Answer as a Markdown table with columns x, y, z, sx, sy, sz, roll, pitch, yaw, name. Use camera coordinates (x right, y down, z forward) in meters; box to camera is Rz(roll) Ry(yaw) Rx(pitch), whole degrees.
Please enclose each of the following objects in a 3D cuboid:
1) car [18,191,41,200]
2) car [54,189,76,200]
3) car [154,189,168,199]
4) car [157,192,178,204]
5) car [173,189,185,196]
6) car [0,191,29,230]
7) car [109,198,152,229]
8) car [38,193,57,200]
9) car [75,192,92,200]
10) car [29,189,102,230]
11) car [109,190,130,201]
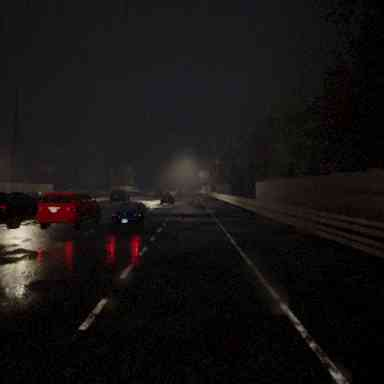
| x | y | z | sx | sy | sz | roll | pitch | yaw | name |
| --- | --- | --- | --- | --- | --- | --- | --- | --- | --- |
| -31.533 | 0.621 | 64.643 | 2.097 | 1.767 | 4.553 | 0 | 1 | 0 | car |
| -24.532 | 0.502 | 64.586 | 2.150 | 2.045 | 5.566 | 0 | 1 | 0 | car |
| -7.037 | 0.455 | 72.746 | 2.150 | 2.045 | 5.566 | 0 | 1 | 0 | car |
| -3.524 | 1.048 | 48.801 | 1.994 | 1.385 | 4.181 | 0 | 1 | 0 | car |
| -3.548 | 0.528 | 92.756 | 1.837 | 1.490 | 4.892 | 0 | 1 | 0 | car |
| -10.508 | 1.002 | 19.403 | 2.150 | 2.045 | 5.566 | 0 | 1 | 0 | car |
| -3.510 | 1.314 | 19.648 | 1.812 | 1.442 | 4.674 | 0 | 1 | 0 | car |
| -28.033 | 0.824 | 64.617 | 1.994 | 1.385 | 4.181 | 0 | 1 | 0 | car |
| -21.033 | 0.802 | 64.667 | 1.812 | 1.442 | 4.674 | 0 | 1 | 0 | car |
| -7.007 | 1.006 | 19.525 | 2.150 | 2.045 | 5.566 | 0 | 1 | 0 | car |
| -10.525 | 0.698 | 48.618 | 2.150 | 2.045 | 5.566 | 0 | 1 | 0 | car |
